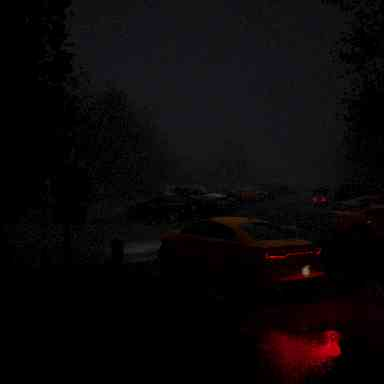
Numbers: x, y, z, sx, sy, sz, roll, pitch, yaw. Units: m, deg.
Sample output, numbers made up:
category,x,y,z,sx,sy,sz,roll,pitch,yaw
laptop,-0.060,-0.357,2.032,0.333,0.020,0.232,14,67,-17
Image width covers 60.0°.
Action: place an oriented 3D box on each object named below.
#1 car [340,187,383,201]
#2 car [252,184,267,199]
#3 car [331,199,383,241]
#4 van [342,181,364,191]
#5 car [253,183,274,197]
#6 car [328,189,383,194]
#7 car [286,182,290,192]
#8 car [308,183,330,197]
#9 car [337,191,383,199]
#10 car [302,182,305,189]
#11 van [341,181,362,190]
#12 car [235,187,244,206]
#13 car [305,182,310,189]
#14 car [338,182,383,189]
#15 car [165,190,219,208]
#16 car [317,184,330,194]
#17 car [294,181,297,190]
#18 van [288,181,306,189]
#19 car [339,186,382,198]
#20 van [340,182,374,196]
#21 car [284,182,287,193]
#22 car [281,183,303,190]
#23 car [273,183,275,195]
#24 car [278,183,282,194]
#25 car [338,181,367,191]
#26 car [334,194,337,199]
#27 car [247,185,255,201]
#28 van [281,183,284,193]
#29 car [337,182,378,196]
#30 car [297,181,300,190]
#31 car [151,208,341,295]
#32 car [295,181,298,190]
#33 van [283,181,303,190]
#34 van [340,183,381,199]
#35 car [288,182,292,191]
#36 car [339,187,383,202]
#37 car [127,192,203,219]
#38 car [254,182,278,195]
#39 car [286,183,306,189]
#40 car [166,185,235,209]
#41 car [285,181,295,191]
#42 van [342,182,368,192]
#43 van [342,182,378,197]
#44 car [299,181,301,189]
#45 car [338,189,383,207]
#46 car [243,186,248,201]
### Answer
category,x,y,z,sx,sy,sz,roll,pitch,yaw
car,20.146,0.193,39.461,4.792,1.488,2.163,1,2,24
car,5.819,0.159,40.020,5.366,1.575,1.946,1,3,24
car,8.800,1.301,14.357,5.008,1.535,2.097,1,3,24
van,36.193,-1.365,74.870,4.442,1.987,1.878,1,2,24
car,7.246,0.059,42.284,5.366,1.575,1.946,1,3,24
car,13.132,0.835,24.413,5.366,1.575,1.946,1,3,24
car,13.883,-0.487,57.545,4.792,1.488,2.163,1,2,24
car,18.283,-0.128,47.423,2.128,1.511,4.902,1,2,24
car,9.970,1.060,16.862,4.553,1.767,2.185,1,3,24
car,23.019,-1.256,77.774,5.008,1.535,2.097,1,2,24
van,38.257,-1.554,80.021,4.442,1.987,1.878,1,2,24
car,1.551,0.634,29.642,5.366,1.575,1.946,1,3,24
car,26.468,-1.784,85.341,5.566,2.045,2.435,1,2,24
car,15.600,0.358,29.360,5.566,2.045,2.435,1,3,24
car,-0.892,0.867,24.658,5.008,1.535,2.097,1,3,24
car,22.509,-0.485,56.806,1.882,1.535,5.008,1,2,24
car,17.333,-0.792,65.119,4.892,1.521,2.231,1,2,24
van,28.608,-1.871,90.448,4.442,1.987,1.878,1,1,24
car,22.397,-0.030,44.516,5.008,1.535,2.097,1,2,24
van,24.559,-0.442,49.606,4.442,1.987,1.878,1,2,24
car,12.744,-0.395,55.015,4.792,1.488,2.163,1,2,24
car,24.166,-1.308,80.302,4.674,1.452,2.002,1,2,24
car,8.207,-0.044,44.885,4.892,1.521,2.231,1,3,24
car,10.518,-0.209,49.931,4.792,1.488,2.163,1,2,24
car,34.923,-1.301,72.403,5.566,2.045,2.435,1,2,24
car,11.001,1.103,19.303,4.792,1.488,2.163,1,3,24
car,3.491,0.395,34.851,5.366,1.575,1.946,1,3,24
van,11.738,-0.555,52.416,4.442,1.987,1.878,1,2,24
car,25.777,-0.558,52.093,5.566,2.045,2.435,1,2,24
car,19.437,-0.985,70.258,5.366,1.575,1.946,1,2,24
car,0.921,1.371,8.558,1.882,1.535,5.008,2,-1,-31
car,18.461,-0.885,67.654,4.892,1.521,2.231,1,2,24
van,25.197,-1.668,82.871,4.442,1.987,1.878,1,2,24
van,21.150,-0.162,42.015,4.442,1.987,1.878,1,2,24
car,15.022,-0.580,60.075,4.792,1.488,2.163,1,2,24
car,19.063,0.293,37.056,4.792,1.488,2.163,1,3,24
car,-2.063,1.012,22.144,4.792,1.488,2.163,1,3,24
car,9.382,-0.269,47.397,4.553,1.767,2.185,1,2,24
car,27.597,-1.566,87.858,4.792,1.488,2.163,1,2,24
car,0.267,0.500,27.166,5.566,2.045,2.435,1,3,24
car,16.019,-0.707,62.668,5.366,1.575,1.946,1,2,24
van,31.645,-0.996,64.772,4.442,1.987,1.878,1,2,24
van,23.635,-0.346,46.986,4.442,1.987,1.878,1,2,24
car,20.717,-1.197,72.720,4.553,1.767,2.185,1,2,24
car,16.685,0.521,31.919,4.792,1.488,2.163,1,3,24
car,2.527,0.518,32.245,4.892,1.521,2.231,1,3,24
